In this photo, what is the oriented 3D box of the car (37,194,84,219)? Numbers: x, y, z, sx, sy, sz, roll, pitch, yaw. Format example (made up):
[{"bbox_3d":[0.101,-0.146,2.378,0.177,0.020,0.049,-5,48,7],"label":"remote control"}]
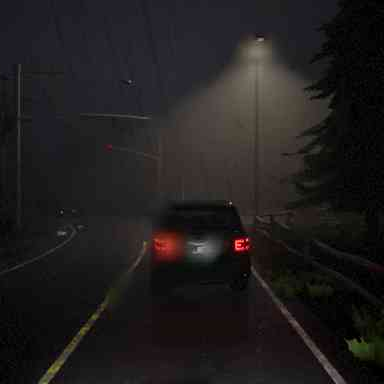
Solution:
[{"bbox_3d":[-11.802,1.221,29.549,5.566,2.045,2.150,0,0,44],"label":"car"}]

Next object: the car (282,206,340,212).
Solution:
[{"bbox_3d":[10.708,1.627,30.182,4.718,1.301,1.895,0,0,0],"label":"car"}]

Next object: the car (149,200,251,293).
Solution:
[{"bbox_3d":[0.010,1.221,9.105,2.150,2.045,5.566,0,0,-5],"label":"car"}]
